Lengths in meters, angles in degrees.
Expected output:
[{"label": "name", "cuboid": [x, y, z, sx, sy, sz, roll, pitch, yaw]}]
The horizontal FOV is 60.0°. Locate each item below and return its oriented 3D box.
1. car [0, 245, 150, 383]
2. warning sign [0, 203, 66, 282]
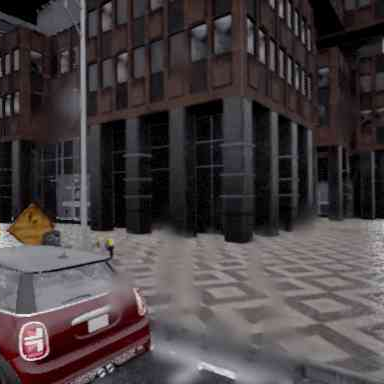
[{"label": "car", "cuboid": [-2.618, 1.509, 4.835, 4.097, 1.590, 1.967, -1, 0, 36]}, {"label": "warning sign", "cuboid": [-4.259, 1.237, 8.853, 1.060, 1.860, 1.300, -1, -1, 36]}]
